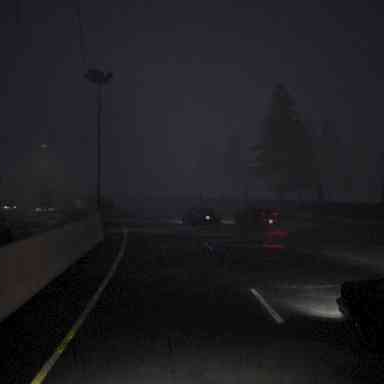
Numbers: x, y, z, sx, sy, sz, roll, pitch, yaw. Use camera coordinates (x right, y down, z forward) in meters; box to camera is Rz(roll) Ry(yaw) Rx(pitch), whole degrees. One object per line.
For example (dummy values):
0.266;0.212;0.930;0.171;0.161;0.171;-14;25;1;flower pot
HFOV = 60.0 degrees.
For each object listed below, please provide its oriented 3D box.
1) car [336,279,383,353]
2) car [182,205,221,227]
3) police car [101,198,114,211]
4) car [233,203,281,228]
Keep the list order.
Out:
3.430;1.546;3.134;2.033;1.411;5.357;0;0;-2;car
0.554;1.624;23.424;1.994;1.385;4.181;0;0;-13;car
-11.630;1.575;43.682;1.930;1.638;5.238;0;0;-26;police car
4.322;1.552;22.721;1.837;1.490;4.892;0;0;-12;car
